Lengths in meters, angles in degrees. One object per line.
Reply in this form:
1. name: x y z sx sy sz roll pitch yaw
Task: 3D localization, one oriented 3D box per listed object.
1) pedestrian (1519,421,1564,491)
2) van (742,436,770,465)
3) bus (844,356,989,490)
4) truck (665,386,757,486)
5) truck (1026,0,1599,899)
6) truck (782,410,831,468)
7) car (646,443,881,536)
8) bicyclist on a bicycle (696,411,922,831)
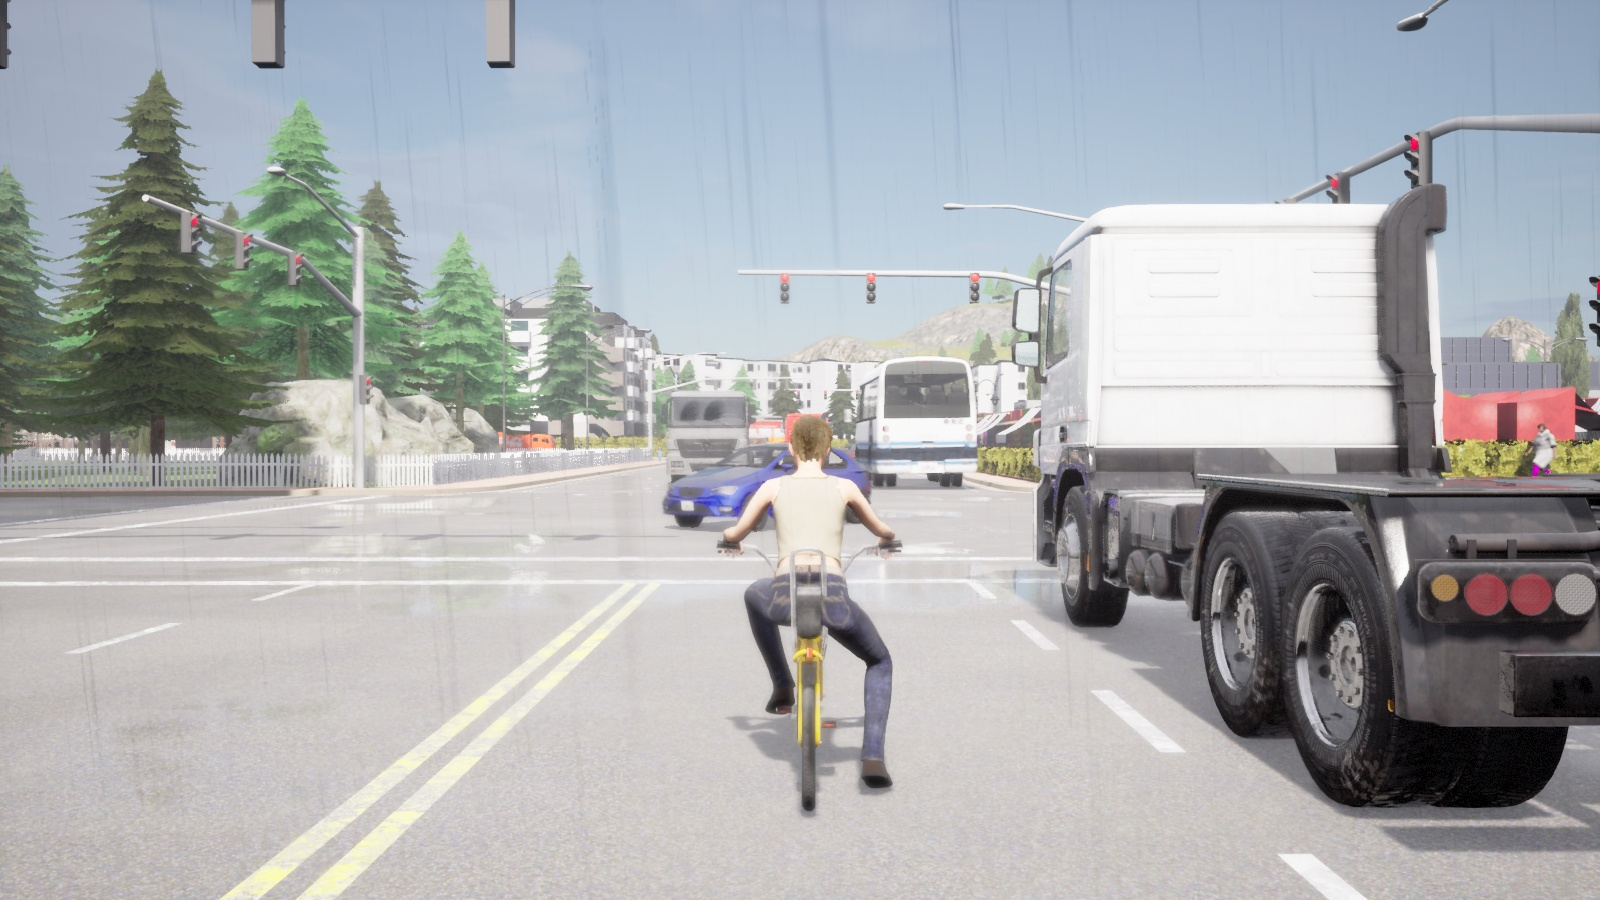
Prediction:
1. pedestrian: 20.783 0.163 35.203 0.873 1.952 0.659 0 0 0
2. van: -3.011 0.006 86.972 1.775 1.987 4.442 0 0 0
3. bus: 3.920 -0.883 45.453 3.944 4.253 10.273 -1 0 -2
4. truck: -3.224 -0.507 47.641 2.891 3.462 7.936 0 0 0
5. truck: 3.559 -0.277 7.884 2.891 3.462 7.936 0 0 0
6. truck: 0.429 -0.673 77.772 2.891 3.462 7.936 0 0 1
7. car: -0.549 0.621 22.156 1.816 1.474 4.193 0 0 40
8. bicyclist on a bicycle: 0.042 0.652 5.576 0.866 1.612 1.509 0 0 1
